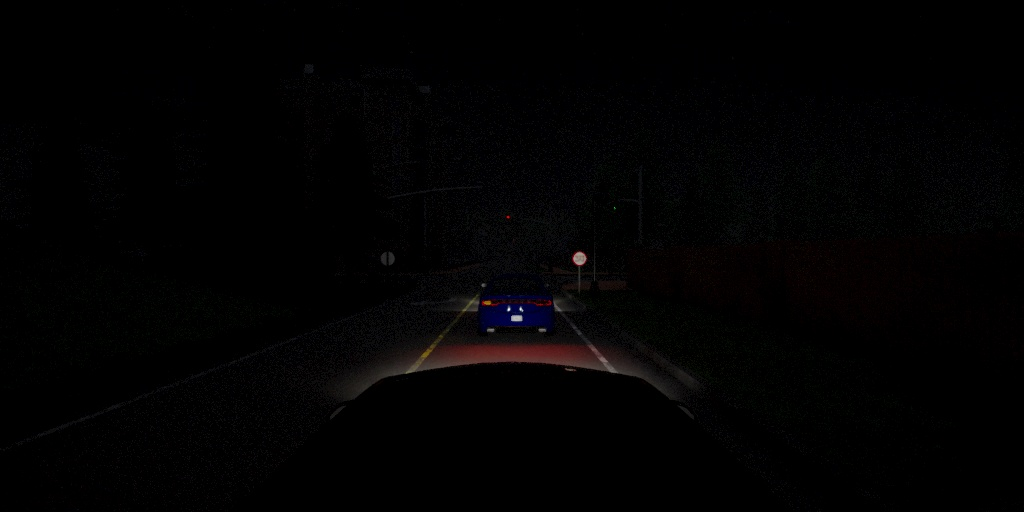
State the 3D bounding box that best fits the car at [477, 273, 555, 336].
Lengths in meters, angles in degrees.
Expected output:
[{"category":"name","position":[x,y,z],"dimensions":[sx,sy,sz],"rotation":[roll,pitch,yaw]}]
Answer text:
[{"category":"car","position":[0.098,1.228,10.415],"dimensions":[1.882,1.535,5.008],"rotation":[0,0,0]}]
